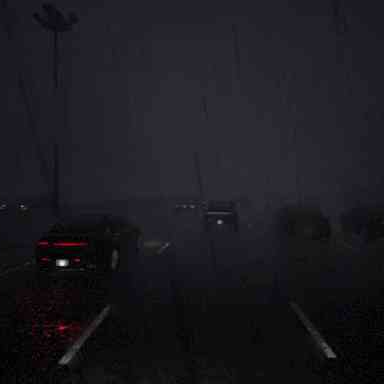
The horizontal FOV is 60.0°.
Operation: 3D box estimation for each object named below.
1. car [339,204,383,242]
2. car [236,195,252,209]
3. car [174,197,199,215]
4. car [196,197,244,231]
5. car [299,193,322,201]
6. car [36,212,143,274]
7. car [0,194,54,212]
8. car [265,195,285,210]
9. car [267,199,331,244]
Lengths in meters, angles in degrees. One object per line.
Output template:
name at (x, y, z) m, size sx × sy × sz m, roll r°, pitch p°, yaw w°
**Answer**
car at (8.250, 1.294, 15.115) m, size 1.882 × 1.535 × 5.008 m, roll 0°, pitch 1°, yaw 7°
car at (5.406, 1.063, 35.947) m, size 1.812 × 1.442 × 4.674 m, roll 0°, pitch 1°, yaw 15°
car at (-0.047, 1.168, 28.760) m, size 2.033 × 1.411 × 5.357 m, roll 0°, pitch 1°, yaw 13°
car at (1.716, 1.245, 18.847) m, size 2.128 × 1.511 × 4.902 m, roll 0°, pitch 1°, yaw 8°
car at (12.393, 0.917, 34.909) m, size 2.097 × 1.767 × 4.553 m, roll 0°, pitch 1°, yaw 16°
car at (-2.822, 1.364, 10.132) m, size 1.837 × 1.490 × 4.892 m, roll 0°, pitch 1°, yaw 5°
car at (-11.752, 1.007, 24.364) m, size 2.097 × 1.767 × 4.553 m, roll 0°, pitch 1°, yaw 11°
car at (8.804, 1.060, 35.104) m, size 1.837 × 1.490 × 4.892 m, roll 0°, pitch 1°, yaw 15°
car at (4.708, 1.289, 14.955) m, size 1.882 × 1.535 × 5.008 m, roll 0°, pitch 1°, yaw 7°
